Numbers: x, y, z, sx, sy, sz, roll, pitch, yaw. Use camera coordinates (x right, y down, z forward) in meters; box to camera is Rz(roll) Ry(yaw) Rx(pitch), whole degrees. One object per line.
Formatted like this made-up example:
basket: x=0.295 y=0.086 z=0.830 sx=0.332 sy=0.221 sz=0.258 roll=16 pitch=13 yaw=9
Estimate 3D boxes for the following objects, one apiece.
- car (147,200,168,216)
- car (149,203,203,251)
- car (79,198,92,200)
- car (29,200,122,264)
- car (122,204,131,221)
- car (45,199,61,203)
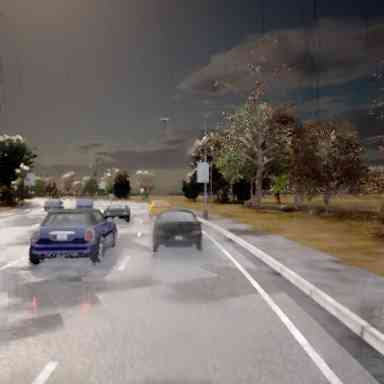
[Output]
car: x=-2.955 y=1.458 z=29.973 sx=1.882 sy=1.535 sz=5.008 roll=0 pitch=0 yaw=-11
car: x=-0.676 y=1.467 z=14.234 sx=1.882 sy=1.535 sz=5.008 roll=0 pitch=0 yaw=-5
car: x=-12.463 y=1.455 z=38.976 sx=1.882 sy=1.535 sz=5.008 roll=0 pitch=0 yaw=-15
car: x=-4.013 y=1.350 z=11.990 sx=2.097 sy=1.767 sz=4.553 roll=0 pitch=0 yaw=-4
car: x=-5.841 y=1.586 z=26.381 sx=1.895 sy=1.301 sz=4.718 roll=0 pitch=0 yaw=-10
car: x=-16.110 y=1.503 z=39.026 sx=1.812 sy=1.442 sz=4.674 roll=0 pitch=0 yaw=-16
